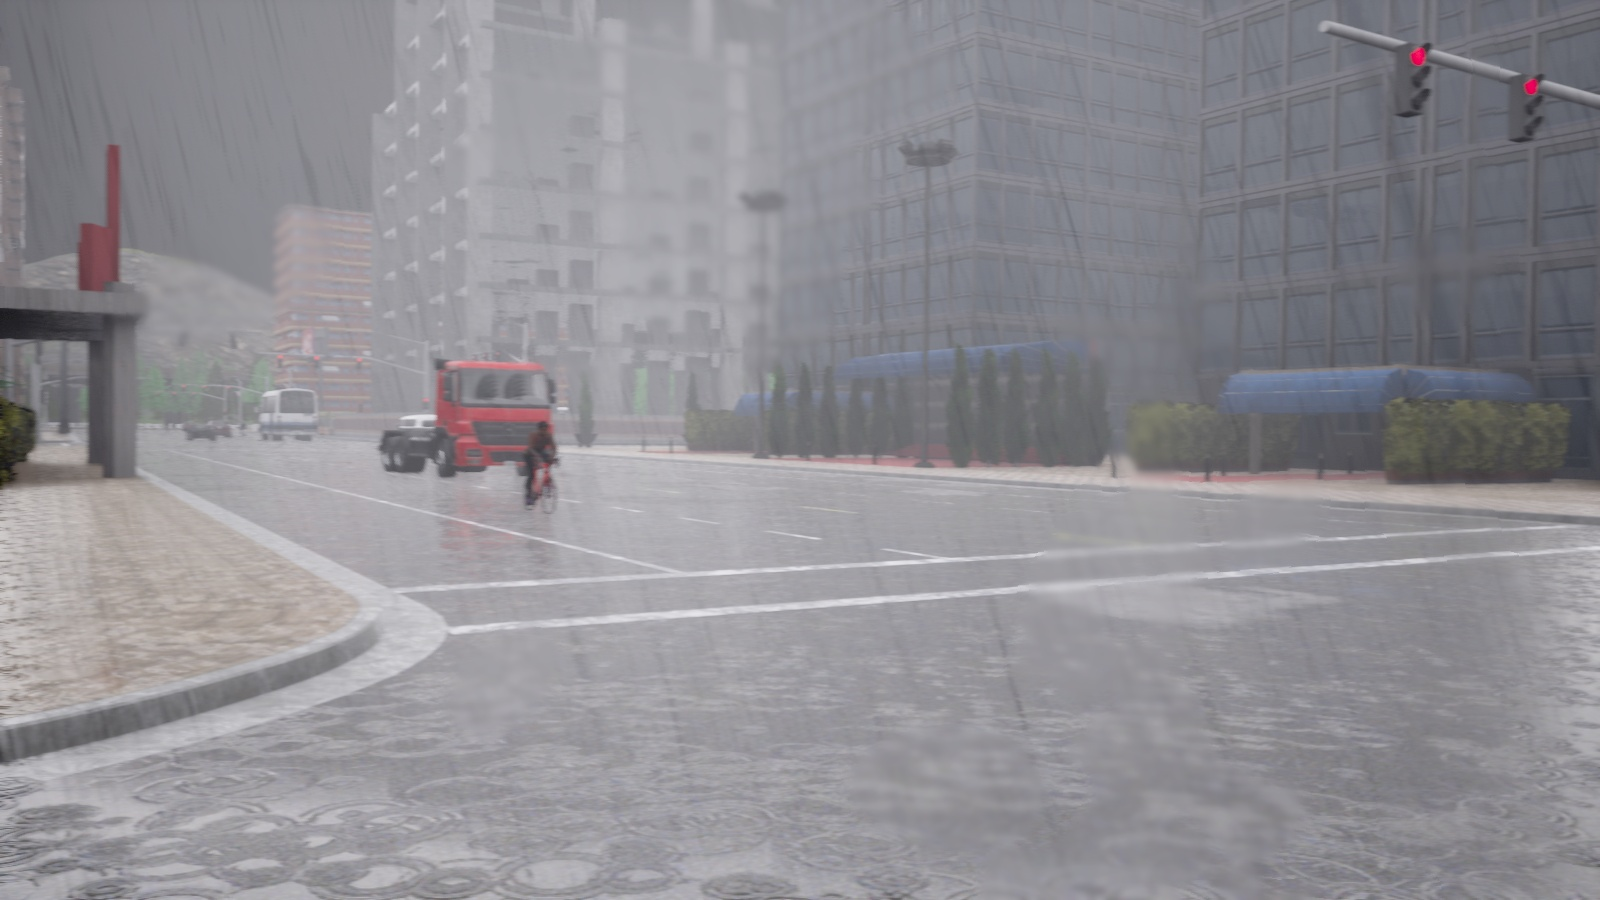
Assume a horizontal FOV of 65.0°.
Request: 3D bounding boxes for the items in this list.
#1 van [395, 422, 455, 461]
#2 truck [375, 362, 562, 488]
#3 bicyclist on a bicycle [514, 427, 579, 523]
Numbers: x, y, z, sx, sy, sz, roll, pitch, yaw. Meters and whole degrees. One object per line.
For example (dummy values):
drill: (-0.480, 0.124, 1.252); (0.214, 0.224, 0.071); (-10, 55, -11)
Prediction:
van: (-20.670, -0.468, 69.100); (2.069, 2.038, 4.480); (-1, 1, -31)
truck: (-10.341, -0.747, 38.492); (2.891, 3.462, 7.936); (-1, 1, -35)
bicyclist on a bicycle: (-4.475, 0.412, 22.080); (0.582, 1.620, 1.656); (-1, 1, -31)
